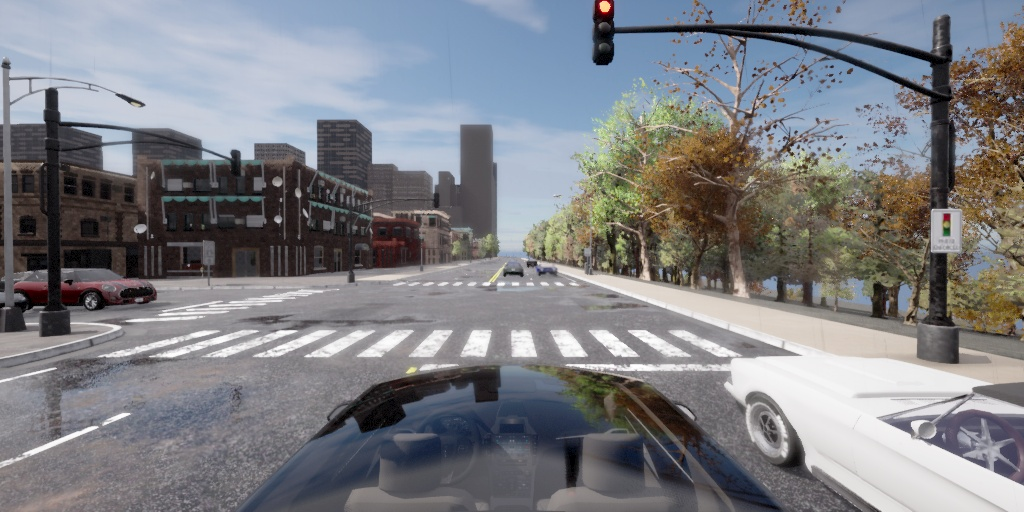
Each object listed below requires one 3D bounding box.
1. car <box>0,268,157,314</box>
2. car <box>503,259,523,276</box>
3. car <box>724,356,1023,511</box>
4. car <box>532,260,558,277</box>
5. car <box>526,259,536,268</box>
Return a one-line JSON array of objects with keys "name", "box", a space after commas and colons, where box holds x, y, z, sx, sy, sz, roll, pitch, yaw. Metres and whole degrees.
[{"name": "car", "box": [-18.016, 1.302, 15.233, 4.553, 1.767, 2.097, -1, 1, 2]}, {"name": "car", "box": [0.139, 1.302, 36.804, 1.994, 1.385, 4.181, 0, 0, 0]}, {"name": "car", "box": [3.350, 1.351, 1.940, 1.895, 1.301, 4.718, 0, 0, 0]}, {"name": "car", "box": [3.388, 1.339, 35.923, 1.895, 1.301, 4.718, 0, 0, 0]}, {"name": "car", "box": [3.417, 1.205, 61.894, 1.882, 1.535, 5.008, 0, 0, 0]}]
